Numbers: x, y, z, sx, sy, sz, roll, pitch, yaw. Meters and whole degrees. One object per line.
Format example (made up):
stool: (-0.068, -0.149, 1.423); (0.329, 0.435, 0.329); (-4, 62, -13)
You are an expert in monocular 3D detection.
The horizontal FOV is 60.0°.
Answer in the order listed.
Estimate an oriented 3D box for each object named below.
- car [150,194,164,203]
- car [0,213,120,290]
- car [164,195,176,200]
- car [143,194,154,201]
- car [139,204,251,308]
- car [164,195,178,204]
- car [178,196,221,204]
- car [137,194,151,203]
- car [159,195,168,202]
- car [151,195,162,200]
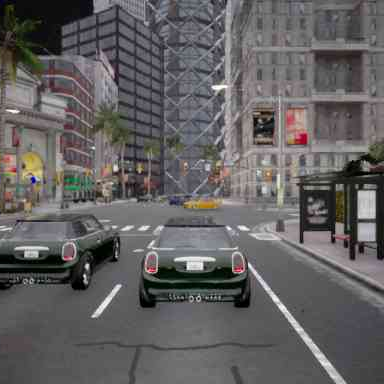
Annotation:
car: (-6.981, 1.525, 70.499); (2.128, 1.511, 4.902); (0, 0, 0)
car: (-3.427, 1.352, 9.247); (2.097, 1.767, 4.553); (0, 0, 0)
car: (-6.011, 1.540, 91.213); (2.033, 1.411, 5.357); (0, 0, 10)
car: (-10.475, 1.355, 80.750); (2.097, 1.767, 4.553); (0, 0, 0)
car: (0.066, 1.352, 8.104); (2.097, 1.767, 4.553); (0, 0, 0)
car: (-2.020, 1.352, 53.417); (2.097, 1.767, 4.553); (0, 0, -35)
car: (1.209, 1.477, 40.945); (5.008, 1.535, 1.882); (0, -1, -29)
car: (-10.481, 1.595, 70.455); (1.895, 1.301, 4.718); (0, 0, 0)
car: (-6.976, 1.524, 80.676); (1.812, 1.442, 4.674); (0, 0, 0)
car: (-9.632, 1.595, 90.920); (1.895, 1.301, 4.718); (0, 0, 10)
